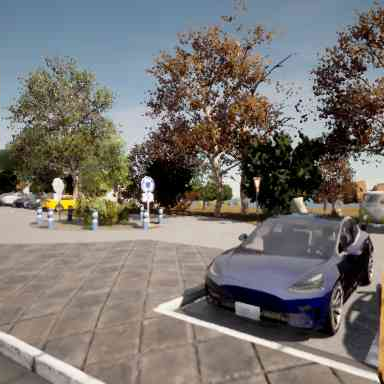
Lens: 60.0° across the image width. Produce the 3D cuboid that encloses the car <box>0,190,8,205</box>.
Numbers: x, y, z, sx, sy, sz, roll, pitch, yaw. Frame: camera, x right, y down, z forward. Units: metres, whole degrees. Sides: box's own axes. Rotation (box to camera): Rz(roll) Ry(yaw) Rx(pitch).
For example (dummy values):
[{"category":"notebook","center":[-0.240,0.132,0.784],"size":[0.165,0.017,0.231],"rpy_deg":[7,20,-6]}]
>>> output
[{"category":"car","center":[-18.913,0.831,37.534],"size":[2.002,1.452,4.674],"rpy_deg":[2,1,36]}]

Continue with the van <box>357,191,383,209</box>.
[{"category":"van","center":[9.726,0.921,16.913],"size":[1.878,1.987,4.442],"rpy_deg":[2,2,36]}]

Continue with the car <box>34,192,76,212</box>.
[{"category":"car","center":[-12.291,1.055,32.724],"size":[2.097,1.535,5.008],"rpy_deg":[2,1,36]}]

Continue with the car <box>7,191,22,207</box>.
[{"category":"car","center":[-16.688,0.910,35.886],"size":[2.163,1.488,4.792],"rpy_deg":[2,1,36]}]

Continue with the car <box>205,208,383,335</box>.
[{"category":"car","center":[2.152,1.182,6.369],"size":[2.163,1.488,4.792],"rpy_deg":[2,1,36]}]

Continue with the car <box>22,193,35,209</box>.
[{"category":"car","center":[-14.508,0.840,34.378],"size":[2.185,1.767,4.553],"rpy_deg":[2,1,36]}]
